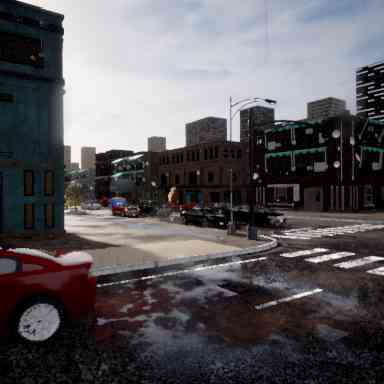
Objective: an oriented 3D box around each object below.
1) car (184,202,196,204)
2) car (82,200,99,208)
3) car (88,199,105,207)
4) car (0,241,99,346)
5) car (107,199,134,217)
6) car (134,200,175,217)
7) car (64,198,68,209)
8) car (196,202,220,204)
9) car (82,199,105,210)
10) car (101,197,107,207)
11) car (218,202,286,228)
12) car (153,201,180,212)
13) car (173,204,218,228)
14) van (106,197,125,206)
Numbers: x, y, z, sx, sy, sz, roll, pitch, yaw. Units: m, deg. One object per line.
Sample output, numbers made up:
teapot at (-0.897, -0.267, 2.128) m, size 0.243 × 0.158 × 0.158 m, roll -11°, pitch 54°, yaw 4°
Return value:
car at (-0.329, 1.903, 40.825) m, size 1.802 × 1.307 × 4.206 m, roll -2°, pitch 0°, yaw -35°
car at (-19.270, 2.229, 63.093) m, size 1.994 × 1.385 × 4.181 m, roll -1°, pitch 0°, yaw -35°
car at (-19.528, 2.227, 67.923) m, size 1.887 × 1.381 × 4.507 m, roll -1°, pitch 0°, yaw -35°
car at (-3.938, 1.478, 4.810) m, size 5.008 × 1.535 × 1.882 m, roll 0°, pitch 0°, yaw -35°
car at (-7.169, 1.846, 35.978) m, size 1.967 × 1.590 × 4.097 m, roll -1°, pitch 0°, yaw -35°
car at (-4.020, 1.711, 36.035) m, size 2.097 × 1.767 × 4.553 m, roll -1°, pitch 0°, yaw -35°
car at (-23.067, 2.232, 58.422) m, size 1.752 × 1.417 × 4.829 m, roll -1°, pitch 0°, yaw -35°
car at (2.870, 1.809, 36.308) m, size 2.008 × 1.369 × 4.403 m, roll -2°, pitch 0°, yaw -35°
car at (-16.202, 2.194, 53.394) m, size 1.895 × 1.301 × 4.718 m, roll -1°, pitch 0°, yaw -35°
car at (-16.334, 1.939, 63.407) m, size 2.192 × 1.841 × 5.009 m, roll -1°, pitch 0°, yaw -35°
car at (4.487, 1.682, 24.102) m, size 2.128 × 1.511 × 4.902 m, roll -1°, pitch 0°, yaw -37°
car at (-3.528, 1.966, 45.341) m, size 1.802 × 1.307 × 4.206 m, roll -2°, pitch 0°, yaw -35°
car at (0.757, 1.814, 24.585) m, size 1.947 × 1.339 × 4.313 m, roll -1°, pitch 0°, yaw -35°
van at (-13.133, 1.906, 58.890) m, size 1.690 × 1.788 × 3.998 m, roll -1°, pitch 0°, yaw -35°
